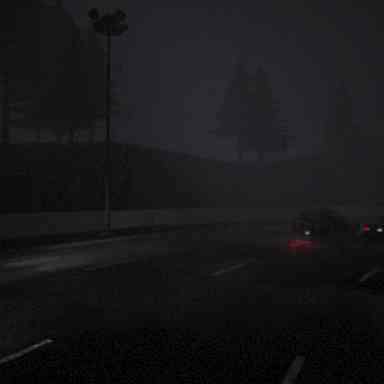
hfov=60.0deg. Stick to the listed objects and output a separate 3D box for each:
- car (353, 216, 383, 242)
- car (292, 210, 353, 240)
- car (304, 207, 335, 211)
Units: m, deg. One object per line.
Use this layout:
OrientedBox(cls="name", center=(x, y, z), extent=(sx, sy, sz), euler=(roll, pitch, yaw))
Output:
OrientedBox(cls="car", center=(10.713, 1.858, 17.074), extent=(5.357, 1.411, 2.033), euler=(1, -1, -39))
OrientedBox(cls="car", center=(7.881, 1.929, 19.226), extent=(4.718, 1.301, 1.895), euler=(1, -1, -40))
OrientedBox(cls="car", center=(10.029, 1.936, 25.305), extent=(4.892, 1.490, 1.837), euler=(0, -1, -34))
